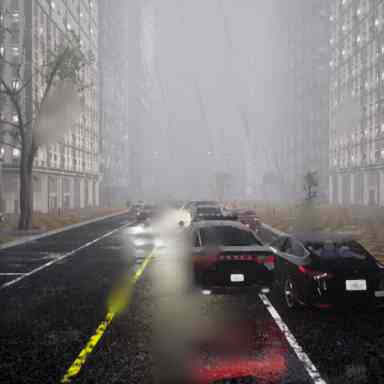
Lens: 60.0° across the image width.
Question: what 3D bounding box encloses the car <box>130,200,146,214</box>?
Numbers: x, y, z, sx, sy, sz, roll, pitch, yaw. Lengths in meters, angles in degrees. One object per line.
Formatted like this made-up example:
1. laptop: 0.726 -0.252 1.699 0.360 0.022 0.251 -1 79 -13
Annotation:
1. car: -5.586 1.539 35.774 2.008 1.369 4.403 -1 0 0

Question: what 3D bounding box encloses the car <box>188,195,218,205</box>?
1. car: 0.925 1.345 24.782 2.097 1.767 4.553 0 0 0

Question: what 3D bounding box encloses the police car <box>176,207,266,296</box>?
1. police car: 0.632 1.423 8.879 1.930 1.638 5.238 0 0 -5

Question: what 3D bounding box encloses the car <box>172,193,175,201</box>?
1. car: -5.459 1.547 75.263 1.802 1.307 4.206 -1 0 0

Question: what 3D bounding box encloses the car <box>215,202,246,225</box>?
1. car: 2.759 1.518 24.642 1.752 1.417 4.829 -1 0 0

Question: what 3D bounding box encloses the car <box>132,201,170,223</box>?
1. car: -3.020 1.593 25.425 1.895 1.301 4.718 0 0 0

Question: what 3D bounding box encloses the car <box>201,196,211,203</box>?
1. car: 2.904 1.520 69.614 2.008 1.369 4.403 -1 0 0

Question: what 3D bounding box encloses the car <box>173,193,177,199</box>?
1. car: -5.426 1.271 86.546 2.192 1.841 5.009 -1 0 0

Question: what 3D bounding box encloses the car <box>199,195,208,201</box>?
1. car: 2.958 1.507 86.543 2.008 1.369 4.403 -1 0 0

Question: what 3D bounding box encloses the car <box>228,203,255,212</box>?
1. car: 2.740 1.540 18.829 1.887 1.381 4.507 -1 0 0

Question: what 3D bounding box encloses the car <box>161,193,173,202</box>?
1. car: -5.478 1.495 69.452 1.752 1.417 4.829 -1 0 0

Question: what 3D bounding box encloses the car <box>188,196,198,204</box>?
1. car: 0.201 1.538 63.810 1.994 1.385 4.181 0 0 0

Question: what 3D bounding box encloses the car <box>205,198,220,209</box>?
1. car: 2.831 1.528 47.044 1.887 1.381 4.507 -1 0 0

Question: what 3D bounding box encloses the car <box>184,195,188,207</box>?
1. car: 0.191 1.548 46.462 1.994 1.385 4.181 0 0 -1

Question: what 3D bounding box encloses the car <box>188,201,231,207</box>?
1. car: 0.877 1.501 18.812 1.837 1.490 4.892 0 0 0

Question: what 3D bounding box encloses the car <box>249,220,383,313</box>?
1. car: 2.705 1.564 7.544 1.947 1.339 4.313 -1 0 0
